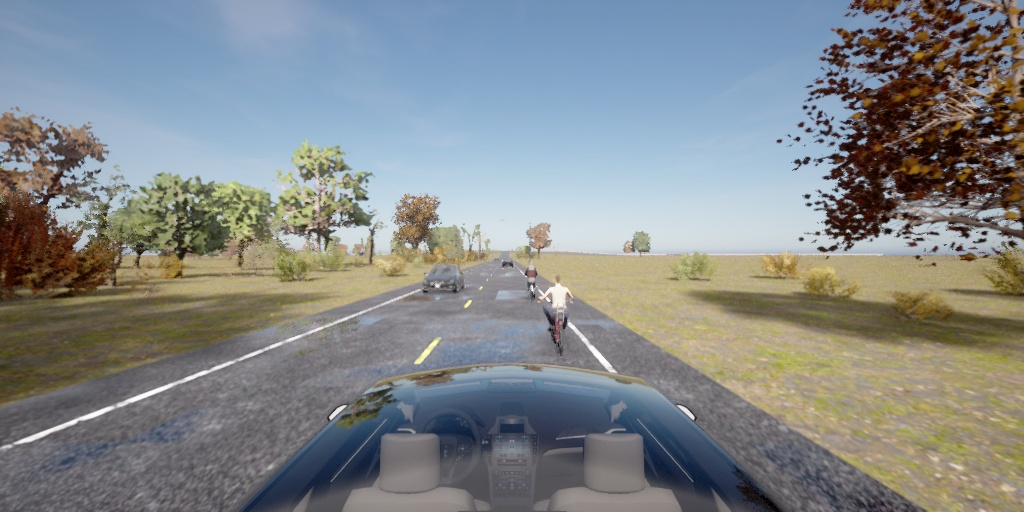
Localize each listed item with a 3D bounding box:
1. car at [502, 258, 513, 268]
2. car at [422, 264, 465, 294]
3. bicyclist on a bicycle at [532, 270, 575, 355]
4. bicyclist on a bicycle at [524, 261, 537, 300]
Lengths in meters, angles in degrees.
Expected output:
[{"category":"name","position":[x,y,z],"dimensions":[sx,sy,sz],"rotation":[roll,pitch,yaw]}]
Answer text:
[{"category":"car","position":[-0.714,1.212,62.829],"dimensions":[1.882,1.535,5.008],"rotation":[0,0,-1]},{"category":"car","position":[-3.751,1.253,20.280],"dimensions":[1.837,1.490,4.892],"rotation":[0,0,-1]},{"category":"bicyclist on a bicycle","position":[0.967,1.186,7.690],"dimensions":[0.866,1.612,1.509],"rotation":[0,0,-1]},{"category":"bicyclist on a bicycle","position":[0.861,1.119,16.131],"dimensions":[0.659,1.776,1.843],"rotation":[0,0,-1]}]
